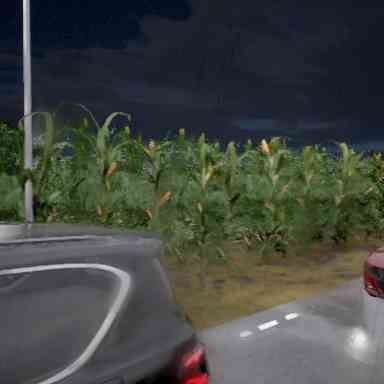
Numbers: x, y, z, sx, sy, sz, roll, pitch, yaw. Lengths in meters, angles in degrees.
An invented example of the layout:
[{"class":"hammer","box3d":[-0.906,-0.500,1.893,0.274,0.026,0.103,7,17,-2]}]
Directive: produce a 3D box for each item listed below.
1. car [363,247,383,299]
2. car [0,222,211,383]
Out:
[{"class":"car","box3d":[5.684,1.409,7.315,5.008,1.535,1.882,-1,0,-37]},{"class":"car","box3d":[-2.418,1.269,1.245,5.566,2.045,2.150,-1,0,-38]}]
